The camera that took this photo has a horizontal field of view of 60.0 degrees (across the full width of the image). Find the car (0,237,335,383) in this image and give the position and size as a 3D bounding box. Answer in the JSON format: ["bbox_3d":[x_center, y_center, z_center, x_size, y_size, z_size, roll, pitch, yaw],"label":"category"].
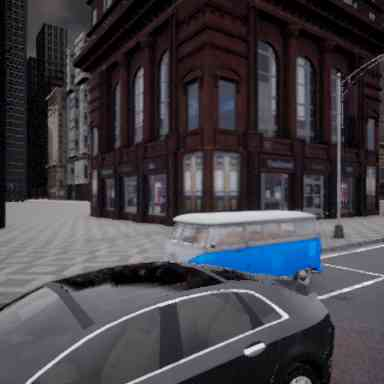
[{"bbox_3d":[-0.744,1.500,2.831,4.892,1.490,1.837,-1,1,-35],"label":"car"}]

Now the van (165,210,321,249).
[{"bbox_3d":[1.214,1.337,7.515,3.998,1.788,1.690,0,0,-36],"label":"van"}]
